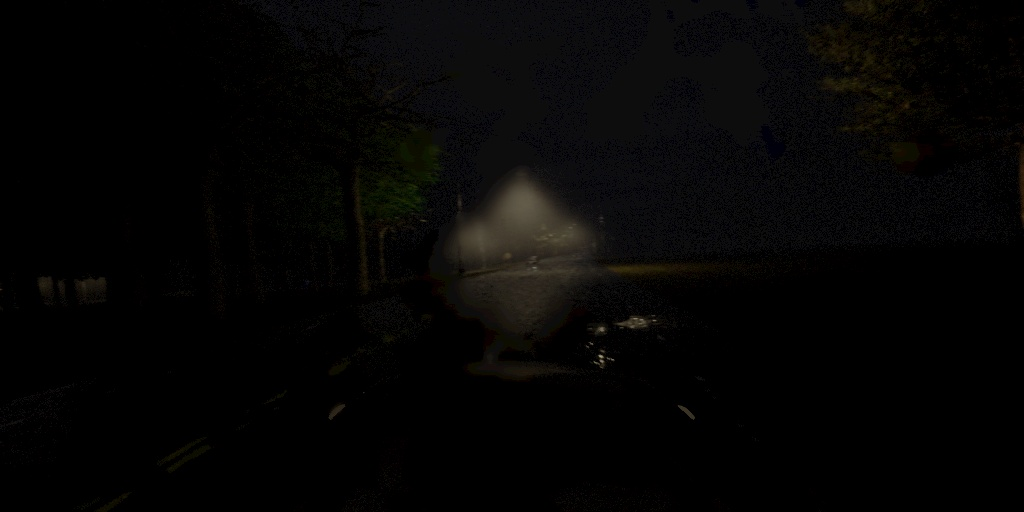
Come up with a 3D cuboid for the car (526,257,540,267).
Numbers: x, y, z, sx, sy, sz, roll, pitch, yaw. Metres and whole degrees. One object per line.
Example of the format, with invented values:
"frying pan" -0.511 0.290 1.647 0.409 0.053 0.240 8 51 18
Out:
"car" 3.324 0.855 57.119 2.128 1.511 4.902 -3 0 10
